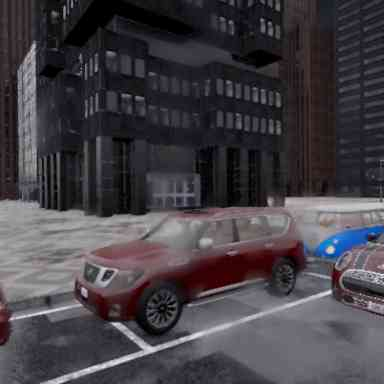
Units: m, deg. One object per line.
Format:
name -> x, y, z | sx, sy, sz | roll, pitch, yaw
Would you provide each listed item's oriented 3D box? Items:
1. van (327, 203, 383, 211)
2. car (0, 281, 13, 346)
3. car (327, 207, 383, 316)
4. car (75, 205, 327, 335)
van -> 4.886, 1.266, 10.213 | 3.998, 1.788, 1.690 | -1, 0, -36
car -> -4.307, 1.604, 3.551 | 4.206, 1.307, 1.802 | -1, 0, -36
car -> 4.863, 1.290, 6.782 | 4.553, 1.767, 2.097 | -1, 0, -36
car -> 0.288, 1.288, 6.881 | 5.009, 1.841, 2.192 | -1, 0, -36
